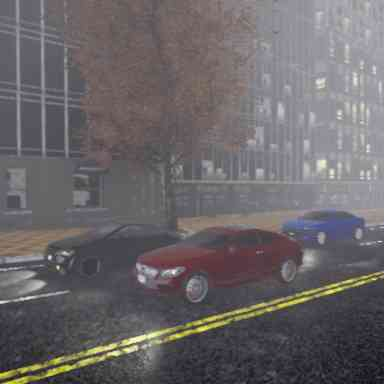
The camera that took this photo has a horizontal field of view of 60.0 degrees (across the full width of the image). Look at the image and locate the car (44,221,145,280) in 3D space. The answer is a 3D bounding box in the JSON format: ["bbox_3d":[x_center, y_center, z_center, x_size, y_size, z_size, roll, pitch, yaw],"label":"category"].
[{"bbox_3d":[-2.186,1.596,10.102,4.181,1.385,1.994,1,0,-36],"label":"car"}]

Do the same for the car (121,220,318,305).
[{"bbox_3d":[0.861,1.571,8.278,4.674,1.442,1.812,1,0,-35],"label":"car"}]

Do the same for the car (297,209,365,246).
[{"bbox_3d":[6.465,1.600,16.220,5.008,1.535,1.882,1,0,-35],"label":"car"}]
